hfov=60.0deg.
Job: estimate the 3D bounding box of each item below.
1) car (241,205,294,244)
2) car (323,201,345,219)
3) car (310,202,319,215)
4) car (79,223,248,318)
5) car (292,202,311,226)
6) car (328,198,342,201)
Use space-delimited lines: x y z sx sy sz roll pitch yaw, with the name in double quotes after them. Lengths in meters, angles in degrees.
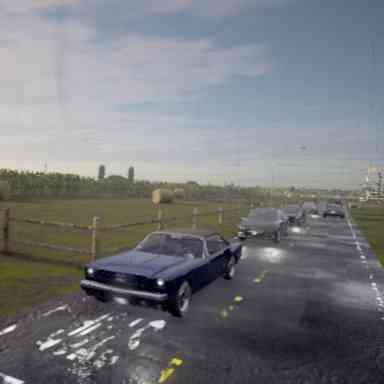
3.737 1.597 16.862 1.837 1.490 4.892 2 0 24 "car"
14.999 2.003 35.176 1.994 1.385 4.181 2 0 25 "car"
14.297 1.966 40.493 1.812 1.442 4.674 2 0 24 "car"
-0.322 1.574 7.699 1.895 1.301 4.718 2 0 24 "car"
7.883 1.761 26.225 2.033 1.411 5.357 2 0 24 "car"
19.644 1.803 45.720 2.150 2.045 5.566 2 1 24 "car"
